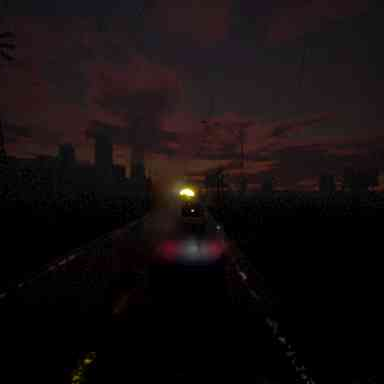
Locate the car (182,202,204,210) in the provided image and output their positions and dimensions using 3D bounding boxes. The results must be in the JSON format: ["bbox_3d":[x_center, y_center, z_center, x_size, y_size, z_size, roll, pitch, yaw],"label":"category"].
[{"bbox_3d":[0.070,1.570,30.316,1.994,1.385,4.181,0,0,0],"label":"car"}]

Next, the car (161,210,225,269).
[{"bbox_3d":[0.043,1.549,11.106,2.033,1.411,5.357,0,0,0],"label":"car"}]

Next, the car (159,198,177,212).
[{"bbox_3d":[-2.830,1.487,39.681,1.882,1.535,5.008,0,0,0],"label":"car"}]
